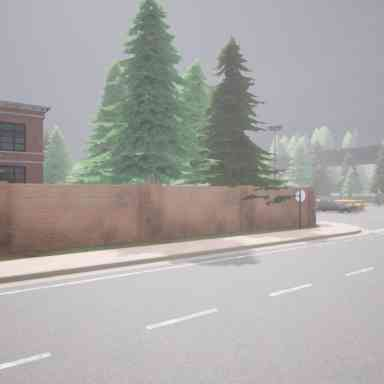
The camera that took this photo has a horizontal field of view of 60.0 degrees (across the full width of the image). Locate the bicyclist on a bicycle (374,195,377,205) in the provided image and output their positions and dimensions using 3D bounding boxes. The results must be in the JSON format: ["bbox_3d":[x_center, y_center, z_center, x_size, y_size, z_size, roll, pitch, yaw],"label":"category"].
[{"bbox_3d":[30.154,1.300,54.305,1.656,1.620,0.582,0,0,-35],"label":"bicyclist on a bicycle"}]

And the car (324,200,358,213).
[{"bbox_3d":[15.466,1.547,36.994,2.033,1.411,5.357,0,0,-35],"label":"car"}]

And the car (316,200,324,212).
[{"bbox_3d":[11.433,1.491,36.625,2.128,1.511,4.902,0,0,-36],"label":"car"}]
